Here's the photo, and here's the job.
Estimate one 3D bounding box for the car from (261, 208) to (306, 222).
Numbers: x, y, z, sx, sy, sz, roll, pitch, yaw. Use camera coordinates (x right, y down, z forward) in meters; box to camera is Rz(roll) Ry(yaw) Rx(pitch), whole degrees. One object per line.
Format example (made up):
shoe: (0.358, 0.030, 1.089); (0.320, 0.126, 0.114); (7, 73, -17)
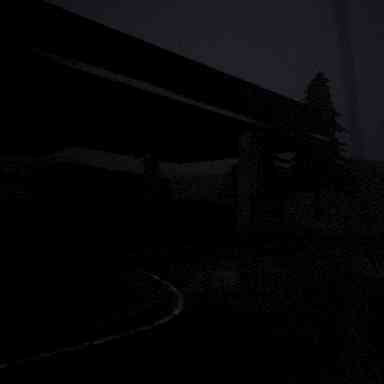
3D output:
car: (8.601, 2.353, 33.121); (2.033, 1.411, 5.357); (2, -1, -37)

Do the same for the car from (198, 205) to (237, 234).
car: (2.152, 1.854, 23.493); (1.905, 1.878, 3.866); (2, -1, -37)

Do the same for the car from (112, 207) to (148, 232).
car: (-4.982, 1.882, 23.524); (2.242, 1.667, 4.611); (2, -1, -37)
